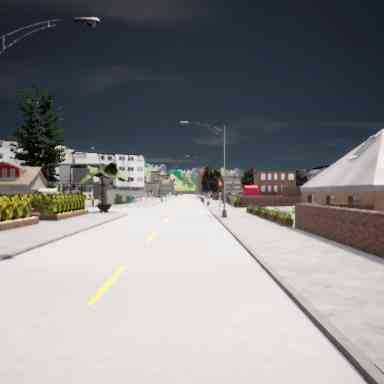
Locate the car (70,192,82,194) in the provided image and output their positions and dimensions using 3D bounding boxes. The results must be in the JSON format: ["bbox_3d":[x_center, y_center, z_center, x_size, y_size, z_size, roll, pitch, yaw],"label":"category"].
[{"bbox_3d":[-19.758,0.947,55.039,1.905,1.878,3.866,0,0,35],"label":"car"}]
